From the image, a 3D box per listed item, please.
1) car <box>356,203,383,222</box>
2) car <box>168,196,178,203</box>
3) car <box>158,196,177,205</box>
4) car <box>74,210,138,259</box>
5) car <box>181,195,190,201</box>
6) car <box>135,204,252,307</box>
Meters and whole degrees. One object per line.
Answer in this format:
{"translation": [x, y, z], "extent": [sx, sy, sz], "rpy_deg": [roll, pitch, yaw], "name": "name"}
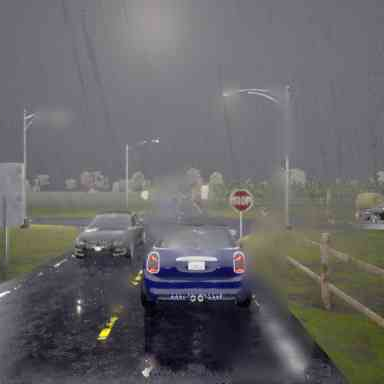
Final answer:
{"translation": [14.661, 1.487, 24.294], "extent": [4.902, 1.511, 2.128], "rpy_deg": [0, 0, 9], "name": "car"}
{"translation": [-3.885, 1.550, 68.570], "extent": [1.895, 1.301, 4.718], "rpy_deg": [0, 0, -2], "name": "car"}
{"translation": [-3.289, 1.457, 42.577], "extent": [1.882, 1.535, 5.008], "rpy_deg": [0, 0, -1], "name": "car"}
{"translation": [-2.897, 1.502, 12.629], "extent": [1.837, 1.490, 4.892], "rpy_deg": [0, 0, 0], "name": "car"}
{"translation": [-1.603, 1.454, 81.996], "extent": [2.128, 1.511, 4.902], "rpy_deg": [0, 0, -2], "name": "car"}
{"translation": [0.072, 1.350, 8.128], "extent": [2.097, 1.767, 4.553], "rpy_deg": [0, 0, 0], "name": "car"}
